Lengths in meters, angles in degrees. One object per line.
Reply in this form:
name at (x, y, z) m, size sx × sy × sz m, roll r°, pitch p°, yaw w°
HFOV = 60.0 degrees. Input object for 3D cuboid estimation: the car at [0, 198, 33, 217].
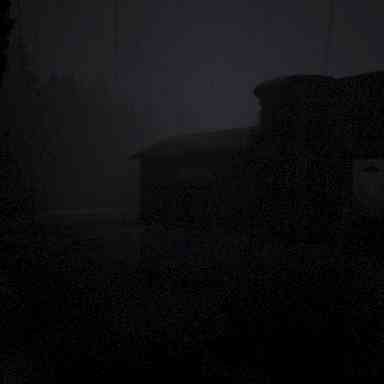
car at (-15.818, 1.289, 27.833) m, size 2.097 × 1.767 × 4.553 m, roll 0°, pitch 0°, yaw 36°
